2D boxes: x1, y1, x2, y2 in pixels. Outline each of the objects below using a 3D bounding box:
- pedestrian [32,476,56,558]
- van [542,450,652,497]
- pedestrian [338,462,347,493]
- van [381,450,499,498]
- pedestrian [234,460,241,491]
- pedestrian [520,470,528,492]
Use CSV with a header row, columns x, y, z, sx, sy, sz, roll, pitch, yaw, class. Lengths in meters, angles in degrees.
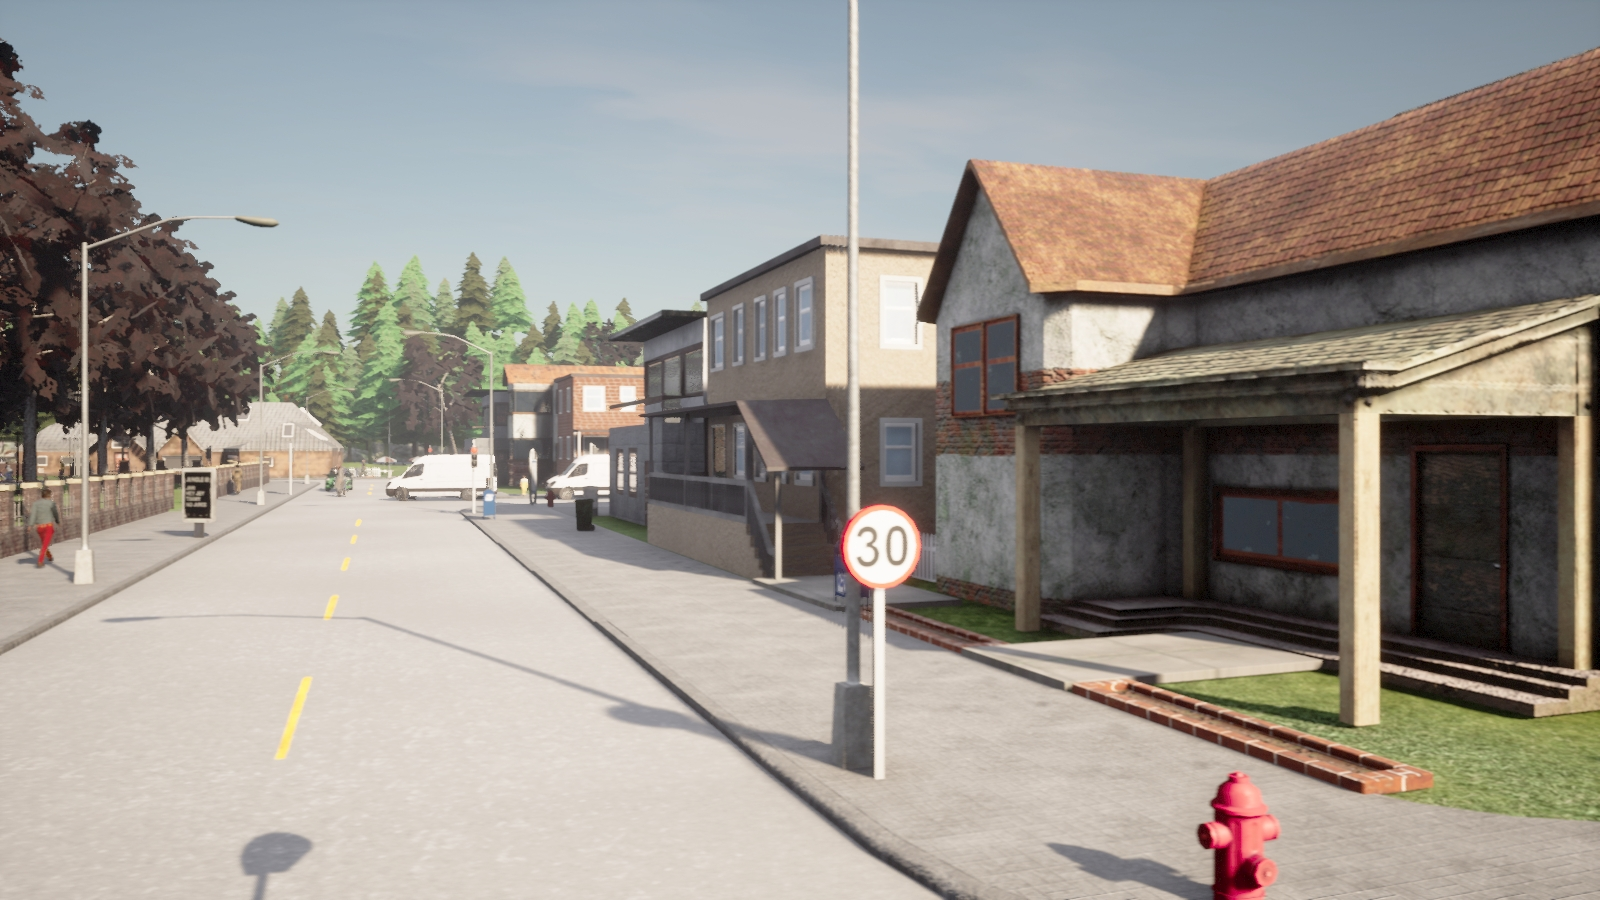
x,y,z,sx,sy,sz,roll,pitch,yaw,class
-17.389,1.529,26.284,0.375,1.860,0.375,0,0,-18,pedestrian
-11.566,1.306,65.235,5.915,2.561,1.988,0,0,-20,van
-27.055,1.630,67.530,0.375,1.860,0.375,0,0,-5,pedestrian
-19.894,1.312,63.362,5.915,2.561,1.988,0,0,0,van
-33.715,1.530,68.483,0.375,1.860,0.375,0,0,-20,pedestrian
-16.050,1.791,66.456,0.375,1.300,0.375,0,0,-23,pedestrian
